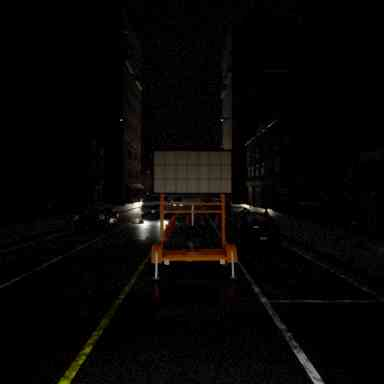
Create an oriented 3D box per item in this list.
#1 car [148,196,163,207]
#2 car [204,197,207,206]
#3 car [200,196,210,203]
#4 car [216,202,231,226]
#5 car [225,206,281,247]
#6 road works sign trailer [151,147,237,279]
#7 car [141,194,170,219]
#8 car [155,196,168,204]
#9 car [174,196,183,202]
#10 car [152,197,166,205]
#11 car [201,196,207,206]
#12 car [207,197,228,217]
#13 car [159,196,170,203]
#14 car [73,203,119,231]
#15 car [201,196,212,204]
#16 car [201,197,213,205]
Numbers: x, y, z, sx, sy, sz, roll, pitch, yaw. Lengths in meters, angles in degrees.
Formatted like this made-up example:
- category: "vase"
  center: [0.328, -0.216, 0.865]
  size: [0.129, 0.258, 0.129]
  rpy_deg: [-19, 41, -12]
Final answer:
- category: "car"
  center: [-5.820, 1.458, 53.462]
  size: [1.967, 1.590, 4.097]
  rpy_deg: [-1, 0, 0]
- category: "car"
  center: [2.720, 1.552, 36.954]
  size: [1.887, 1.381, 4.507]
  rpy_deg: [-1, 0, 0]
- category: "car"
  center: [2.692, 1.577, 69.985]
  size: [1.887, 1.381, 4.507]
  rpy_deg: [-1, 0, 0]
- category: "car"
  center: [2.734, 1.545, 20.438]
  size: [1.887, 1.381, 4.507]
  rpy_deg: [-1, 0, 0]
- category: "car"
  center: [2.739, 1.550, 14.933]
  size: [2.008, 1.369, 4.403]
  rpy_deg: [-1, 0, 0]
- category: "road works sign trailer"
  center: [0.016, 0.463, 10.034]
  size: [2.380, 3.560, 2.880]
  rpy_deg: [0, 0, -3]
- category: "car"
  center: [-3.125, 1.225, 29.439]
  size: [2.150, 2.045, 5.566]
  rpy_deg: [0, 0, 0]
- category: "car"
  center: [-5.828, 1.578, 64.472]
  size: [2.008, 1.369, 4.403]
  rpy_deg: [-1, 0, 0]
- category: "car"
  center: [-3.063, 1.637, 74.001]
  size: [1.895, 1.301, 4.718]
  rpy_deg: [0, 0, 0]
- category: "car"
  center: [-5.824, 1.588, 58.967]
  size: [1.947, 1.339, 4.313]
  rpy_deg: [-1, 0, 0]
- category: "car"
  center: [2.706, 1.584, 53.469]
  size: [1.947, 1.339, 4.313]
  rpy_deg: [-1, 0, 0]
- category: "car"
  center: [2.723, 1.445, 31.449]
  size: [1.967, 1.590, 4.097]
  rpy_deg: [-1, 0, 0]
- category: "car"
  center: [-5.833, 1.577, 69.978]
  size: [1.887, 1.381, 4.507]
  rpy_deg: [-1, 0, 0]
- category: "car"
  center: [-5.792, 1.440, 20.431]
  size: [1.967, 1.590, 4.097]
  rpy_deg: [-1, 0, 0]
- category: "car"
  center: [2.697, 1.572, 64.479]
  size: [1.887, 1.381, 4.507]
  rpy_deg: [-1, 0, 0]
- category: "car"
  center: [2.701, 1.568, 58.974]
  size: [1.887, 1.381, 4.507]
  rpy_deg: [-1, 0, 0]
